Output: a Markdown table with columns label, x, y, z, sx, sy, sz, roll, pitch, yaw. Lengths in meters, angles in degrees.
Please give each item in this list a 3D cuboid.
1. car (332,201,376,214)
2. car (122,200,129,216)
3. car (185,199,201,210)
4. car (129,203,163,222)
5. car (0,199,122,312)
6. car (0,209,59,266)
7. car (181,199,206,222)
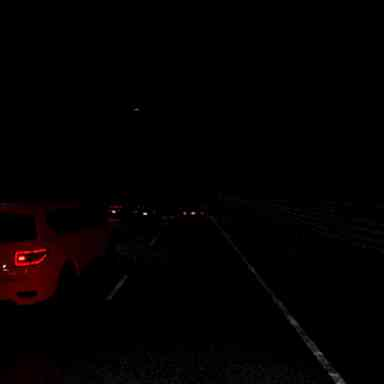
| label | x | y | z | sx | sy | sz | roll | pitch | yaw |
| --- | --- | --- | --- | --- | --- | --- | --- | --- | --- |
| car | 18.191 | 1.685 | 37.641 | 2.033 | 1.411 | 5.357 | 0 | 0 | -18 |
| car | -6.903 | 1.477 | 31.794 | 1.837 | 1.490 | 4.892 | 0 | 0 | 0 |
| car | 0.095 | 1.574 | 42.894 | 1.994 | 1.385 | 4.181 | 0 | 0 | 0 |
| car | -3.403 | 1.567 | 26.186 | 1.994 | 1.385 | 4.181 | 0 | 0 | 0 |
| car | -3.407 | 1.220 | 7.850 | 2.150 | 2.045 | 5.566 | 0 | 0 | 0 |
| car | -6.900 | 1.488 | 12.095 | 2.128 | 1.511 | 4.902 | 0 | 0 | 0 |
| car | 0.098 | 1.549 | 26.079 | 2.033 | 1.411 | 5.357 | 0 | 0 | 0 |
